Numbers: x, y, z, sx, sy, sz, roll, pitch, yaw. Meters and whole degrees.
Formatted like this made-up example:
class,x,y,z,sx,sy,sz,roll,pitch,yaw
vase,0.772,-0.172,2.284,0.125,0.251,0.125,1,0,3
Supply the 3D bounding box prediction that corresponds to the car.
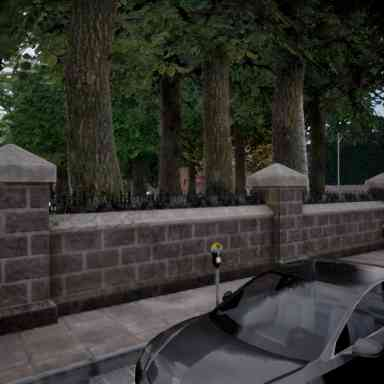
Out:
class,x,y,z,sx,sy,sz,roll,pitch,yaw
car,1.470,1.565,3.872,4.313,1.339,1.947,0,-1,-36
